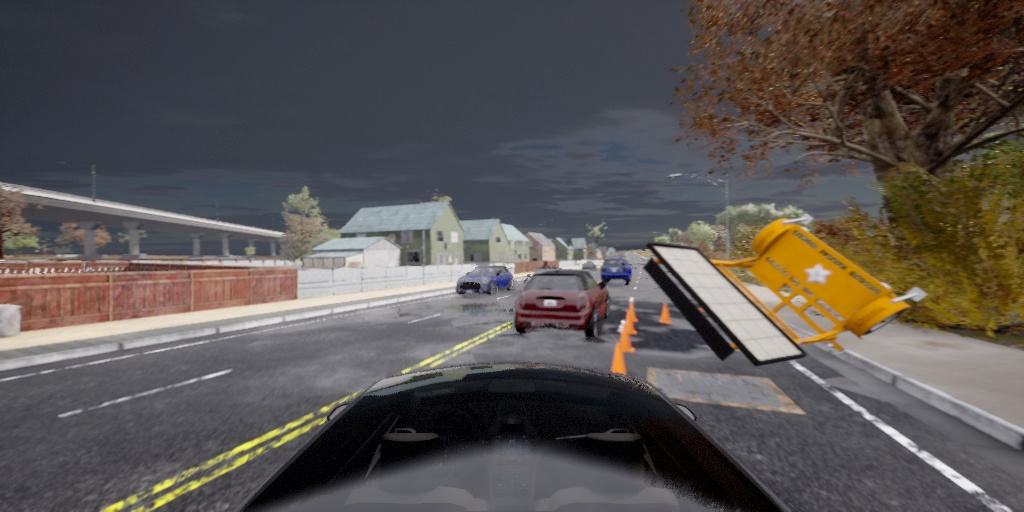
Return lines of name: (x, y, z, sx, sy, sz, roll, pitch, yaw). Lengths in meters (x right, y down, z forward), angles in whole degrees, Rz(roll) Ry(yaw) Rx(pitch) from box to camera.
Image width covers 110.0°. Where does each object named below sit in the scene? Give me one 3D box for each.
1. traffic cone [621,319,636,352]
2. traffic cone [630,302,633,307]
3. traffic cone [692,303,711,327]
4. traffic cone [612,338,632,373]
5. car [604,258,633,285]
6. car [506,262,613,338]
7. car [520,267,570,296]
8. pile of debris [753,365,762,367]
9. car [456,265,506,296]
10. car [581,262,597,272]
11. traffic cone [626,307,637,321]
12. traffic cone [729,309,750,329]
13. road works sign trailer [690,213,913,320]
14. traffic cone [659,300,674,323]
traffic cone: (2.470, 1.753, 7.827, 0.340, 0.580, 0.340, 0, 0, 20)
traffic cone: (3.866, 1.783, 11.575, 0.340, 0.580, 0.340, 0, 0, 20)
traffic cone: (5.740, 1.755, 10.879, 0.340, 0.580, 0.340, 0, 0, 20)
traffic cone: (1.773, 1.738, 5.953, 0.340, 0.580, 0.340, 0, 0, 20)
car: (8.540, 1.202, 29.239, 2.150, 2.045, 5.566, -1, -1, 20)
car: (1.687, 1.194, 10.833, 2.097, 1.767, 4.553, -1, -1, 20)
car: (2.161, 1.472, 21.983, 1.837, 1.490, 4.892, -1, -1, 20)
pile of debris: (3.056, 1.922, 5.488, 1.860, 0.140, 1.500, 0, 0, 21)
car: (-1.524, 1.352, 21.404, 2.097, 1.767, 4.553, -1, -1, 20)
car: (12.828, 1.766, 59.825, 1.837, 1.490, 4.892, -1, -1, 21)
traffic cone: (3.168, 1.768, 9.701, 0.340, 0.580, 0.340, 0, 0, 20)
traffic cone: (6.676, 1.741, 10.529, 0.340, 0.580, 0.340, 0, 0, 21)
road works sign trailer: (5.652, -0.834, 7.168, 2.880, 3.560, 2.380, 0, 0, -25)
traffic cone: (4.803, 1.769, 11.227, 0.340, 0.580, 0.340, 0, 0, 21)
